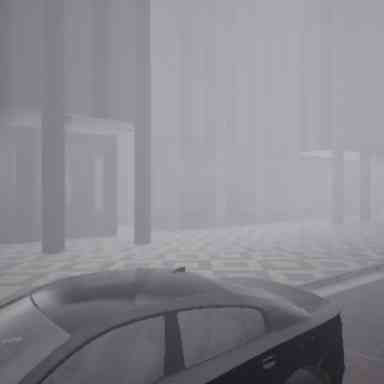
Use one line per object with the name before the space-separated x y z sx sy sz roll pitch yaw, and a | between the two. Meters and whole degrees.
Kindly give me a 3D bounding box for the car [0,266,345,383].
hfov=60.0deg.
car | -0.784 1.478 2.697 5.008 1.535 1.882 0 0 -35
